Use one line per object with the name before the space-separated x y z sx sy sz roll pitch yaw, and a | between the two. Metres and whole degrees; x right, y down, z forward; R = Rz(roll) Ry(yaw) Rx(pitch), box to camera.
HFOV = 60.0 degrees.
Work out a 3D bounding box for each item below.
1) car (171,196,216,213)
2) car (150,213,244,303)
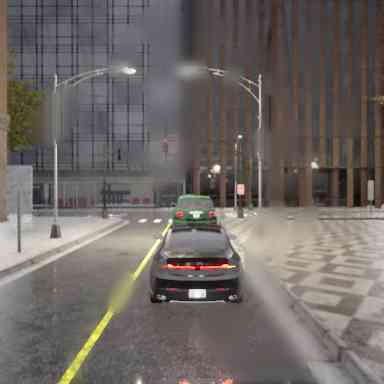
car | 0.048 1.213 18.151 2.150 2.045 5.566 0 0 -3
car | 0.086 1.501 8.159 1.837 1.490 4.892 0 0 0
